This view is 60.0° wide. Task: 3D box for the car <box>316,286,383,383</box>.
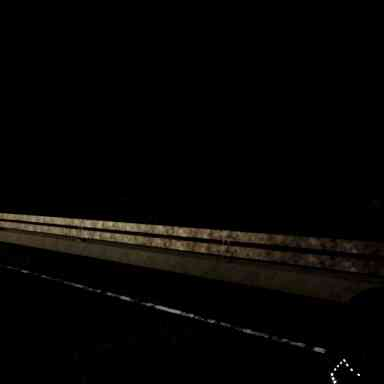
[{"bbox_3d":[3.504,1.223,1.493,5.566,2.045,2.150,0,0,35],"label":"car"}]
